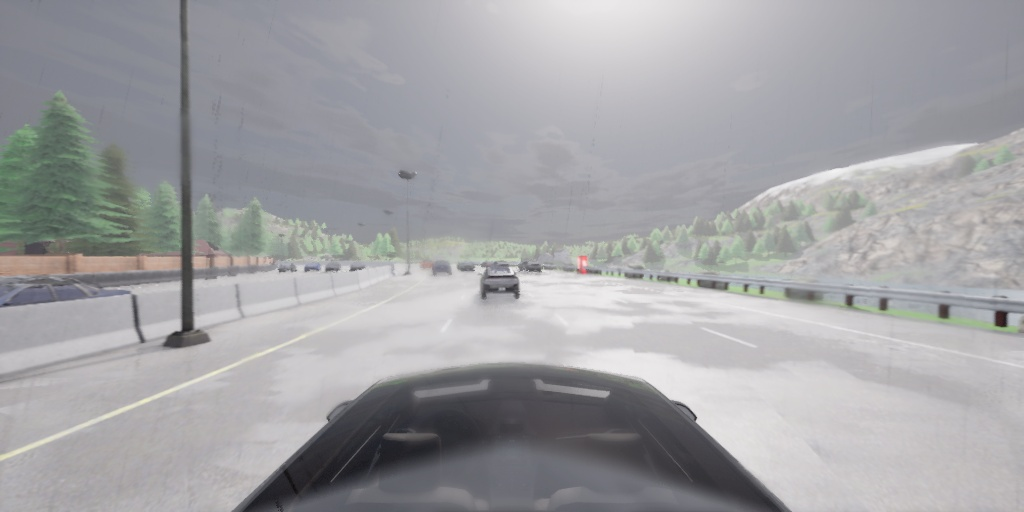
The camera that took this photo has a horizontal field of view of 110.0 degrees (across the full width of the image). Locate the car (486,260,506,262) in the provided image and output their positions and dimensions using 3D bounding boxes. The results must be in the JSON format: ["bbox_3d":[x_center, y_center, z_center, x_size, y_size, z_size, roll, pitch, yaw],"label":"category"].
[{"bbox_3d":[-1.478,1.346,43.667,1.837,1.490,4.892,0,0,-14],"label":"car"}]

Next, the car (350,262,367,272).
[{"bbox_3d":[-22.357,1.587,52.332,1.882,1.535,5.008,-1,0,-18],"label":"car"}]

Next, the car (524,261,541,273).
[{"bbox_3d":[2.118,1.302,43.720,1.837,1.490,4.892,0,0,-14],"label":"car"}]

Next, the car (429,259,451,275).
[{"bbox_3d":[-8.500,1.278,42.983,2.097,1.767,4.553,-1,0,-15],"label":"car"}]

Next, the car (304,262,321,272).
[{"bbox_3d":[-31.298,1.695,56.489,1.882,1.535,5.008,0,0,-21],"label":"car"}]

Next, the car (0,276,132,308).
[{"bbox_3d":[-14.335,1.486,10.469,2.033,1.411,5.357,-1,0,-3],"label":"car"}]

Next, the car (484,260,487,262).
[{"bbox_3d":[-4.185,1.474,64.121,1.994,1.385,4.181,-1,0,-21],"label":"car"}]

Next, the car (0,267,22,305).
[{"bbox_3d":[-25.254,1.433,15.491,2.097,1.767,4.553,-1,0,-6],"label":"car"}]

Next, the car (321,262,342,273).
[{"bbox_3d":[-26.168,1.659,52.618,1.837,1.490,4.892,0,0,-18],"label":"car"}]

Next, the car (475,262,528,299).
[{"bbox_3d":[-0.708,1.280,18.500,2.128,1.511,4.902,-1,0,-6],"label":"car"}]

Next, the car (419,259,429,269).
[{"bbox_3d":[-15.030,1.392,63.193,2.097,1.767,4.553,-1,0,-22],"label":"car"}]

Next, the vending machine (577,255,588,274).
[{"bbox_3d":[7.978,0.916,40.431,1.100,2.100,0.880,0,0,-12],"label":"vending machine"}]

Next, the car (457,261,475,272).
[{"bbox_3d":[-6.568,1.515,50.262,1.895,1.301,4.718,-1,0,-17],"label":"car"}]

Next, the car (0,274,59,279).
[{"bbox_3d":[-18.040,1.494,13.098,1.837,1.490,4.892,-1,0,-4],"label":"car"}]
